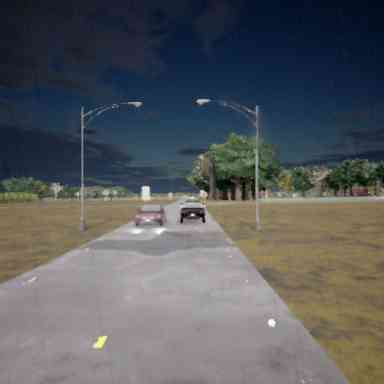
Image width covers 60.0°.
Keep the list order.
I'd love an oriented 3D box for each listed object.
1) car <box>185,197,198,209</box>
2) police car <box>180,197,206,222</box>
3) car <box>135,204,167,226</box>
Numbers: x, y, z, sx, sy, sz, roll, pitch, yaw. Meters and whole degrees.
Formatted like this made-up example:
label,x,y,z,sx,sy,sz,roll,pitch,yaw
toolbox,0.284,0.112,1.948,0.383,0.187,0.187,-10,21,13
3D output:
label,x,y,z,sx,sy,sz,roll,pitch,yaw
car,-0.031,1.558,48.057,1.801,1.575,5.366,0,0,0
police car,0.060,1.462,26.666,1.930,1.638,5.238,0,0,0
car,-2.822,1.557,23.535,1.812,1.442,4.674,0,0,0
